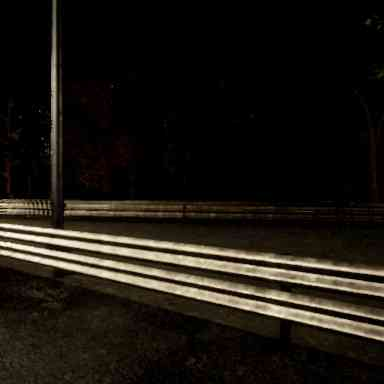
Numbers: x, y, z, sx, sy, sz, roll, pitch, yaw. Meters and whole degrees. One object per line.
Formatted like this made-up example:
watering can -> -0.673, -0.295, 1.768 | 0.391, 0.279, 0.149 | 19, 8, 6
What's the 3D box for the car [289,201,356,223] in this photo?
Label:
car -> 10.159, 1.507, 26.093 | 4.856, 1.649, 2.033 | 0, 0, 15
